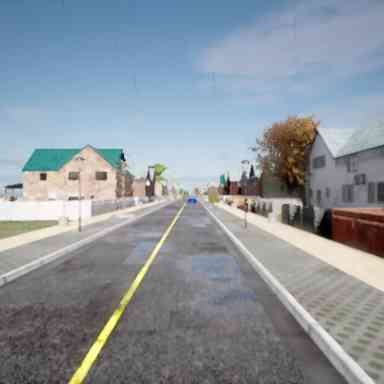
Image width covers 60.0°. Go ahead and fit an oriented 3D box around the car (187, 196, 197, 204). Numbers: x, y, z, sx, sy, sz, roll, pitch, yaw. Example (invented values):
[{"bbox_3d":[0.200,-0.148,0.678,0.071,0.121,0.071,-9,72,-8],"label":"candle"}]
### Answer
[{"bbox_3d":[0.019,1.630,67.415,1.882,1.535,5.008,0,0,0],"label":"car"}]
